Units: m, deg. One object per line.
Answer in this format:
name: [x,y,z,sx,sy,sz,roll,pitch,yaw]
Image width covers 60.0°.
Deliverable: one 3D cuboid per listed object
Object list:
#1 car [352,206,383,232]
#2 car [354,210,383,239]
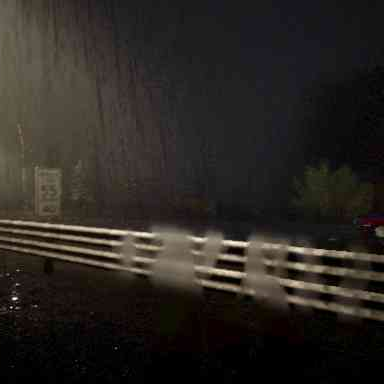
car: [12.755,1.695,20.896,4.674,1.442,1.812,0,0,17]
car: [11.591,1.660,17.592,5.008,1.535,1.882,0,0,17]
